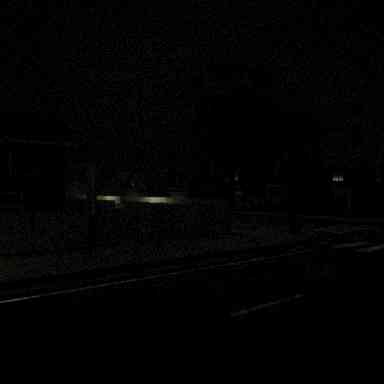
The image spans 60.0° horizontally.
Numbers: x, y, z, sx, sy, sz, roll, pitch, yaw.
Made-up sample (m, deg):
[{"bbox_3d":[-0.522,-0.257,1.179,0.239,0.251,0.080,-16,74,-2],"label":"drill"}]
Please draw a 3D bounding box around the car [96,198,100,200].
[{"bbox_3d":[-16.046,1.663,54.237,1.994,1.385,4.181,0,0,-35],"label":"car"}]
